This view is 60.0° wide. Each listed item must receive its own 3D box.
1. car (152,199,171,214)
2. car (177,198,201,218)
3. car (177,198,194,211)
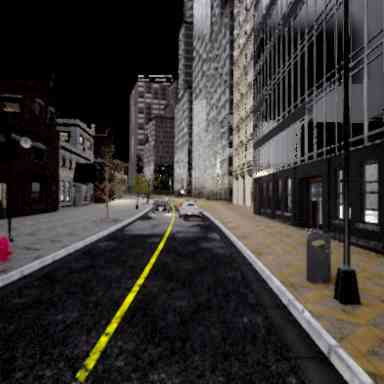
[{"bbox_3d":[-3.331,1.566,36.751,2.128,1.511,4.902,0,0,-3],"label":"car"},{"bbox_3d":[-0.286,1.596,31.019,1.812,1.442,4.674,0,0,-2],"label":"car"},{"bbox_3d":[-0.913,1.563,42.680,1.882,1.535,5.008,0,0,-3],"label":"car"}]
